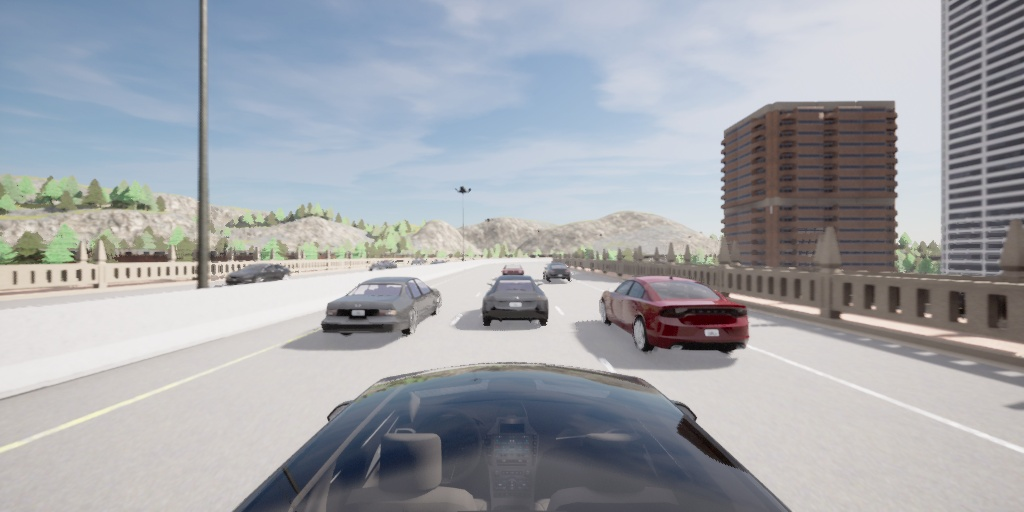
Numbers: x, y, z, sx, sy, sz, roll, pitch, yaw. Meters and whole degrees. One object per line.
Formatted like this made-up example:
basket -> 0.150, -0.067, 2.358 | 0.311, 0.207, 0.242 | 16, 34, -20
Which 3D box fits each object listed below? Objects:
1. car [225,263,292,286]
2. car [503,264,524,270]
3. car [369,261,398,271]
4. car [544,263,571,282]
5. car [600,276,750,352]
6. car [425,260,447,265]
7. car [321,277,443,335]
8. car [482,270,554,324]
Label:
car -> -17.596, 1.270, 25.174 | 1.837, 1.490, 4.892 | 0, 0, 0
car -> 0.096, 1.371, 31.796 | 1.895, 1.301, 4.718 | 0, 0, 0
car -> -14.075, 1.267, 39.411 | 2.128, 1.511, 4.902 | 0, 0, 0
car -> 3.596, 1.294, 29.016 | 1.812, 1.442, 4.674 | 0, 0, 0
car -> 3.599, 1.233, 8.932 | 1.882, 1.535, 5.008 | 0, 0, 0
car -> -10.540, 1.276, 51.771 | 2.128, 1.511, 4.902 | 0, 0, 1
car -> -3.401, 1.303, 10.443 | 2.033, 1.411, 5.357 | 0, 0, 0
car -> 0.099, 1.321, 11.955 | 1.994, 1.385, 4.181 | 0, 0, 0
